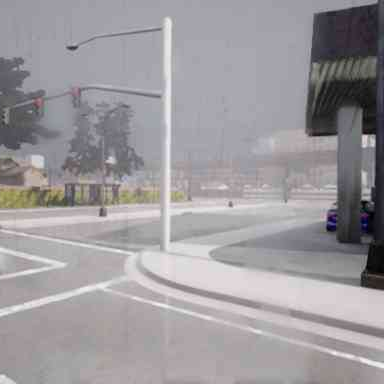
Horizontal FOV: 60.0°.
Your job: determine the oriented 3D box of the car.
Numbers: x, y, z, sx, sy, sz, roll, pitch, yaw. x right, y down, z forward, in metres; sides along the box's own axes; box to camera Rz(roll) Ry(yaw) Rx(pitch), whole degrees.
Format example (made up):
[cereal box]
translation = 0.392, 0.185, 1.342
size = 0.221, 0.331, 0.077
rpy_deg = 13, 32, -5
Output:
[car]
translation = 8.887, 1.261, 18.132
size = 2.242, 1.667, 4.611
rpy_deg = 1, 0, 37
